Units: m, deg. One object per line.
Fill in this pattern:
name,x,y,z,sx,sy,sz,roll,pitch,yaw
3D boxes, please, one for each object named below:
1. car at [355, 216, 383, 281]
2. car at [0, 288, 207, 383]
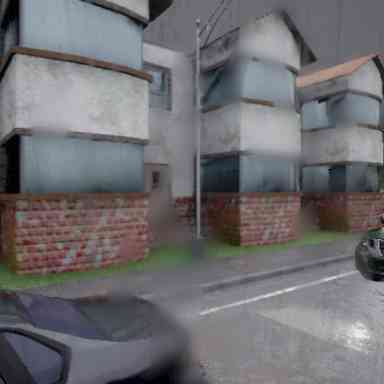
car,6.576,1.210,8.714,5.566,2.045,2.150,0,0,-36
car,-2.428,1.553,2.251,5.357,1.411,2.033,0,0,-36
